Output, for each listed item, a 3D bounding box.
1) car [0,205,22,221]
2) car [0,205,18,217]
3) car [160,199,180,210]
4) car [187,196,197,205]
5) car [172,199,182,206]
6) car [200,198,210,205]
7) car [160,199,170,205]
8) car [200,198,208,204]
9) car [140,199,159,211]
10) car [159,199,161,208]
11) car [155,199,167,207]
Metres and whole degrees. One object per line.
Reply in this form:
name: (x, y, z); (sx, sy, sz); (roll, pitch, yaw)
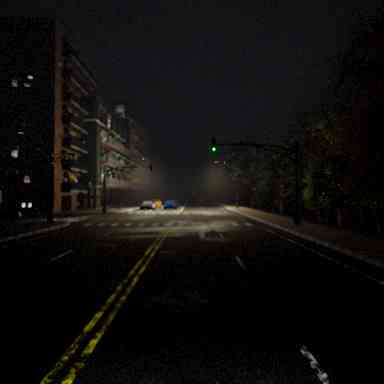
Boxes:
car: (-19.326, 2.037, 32.750); (4.902, 1.511, 2.128); (-1, 0, 1)
car: (-22.778, 2.221, 38.585); (4.206, 1.307, 1.802); (-1, 0, -1)
car: (-3.325, 1.984, 51.213); (1.882, 1.535, 5.008); (0, -1, 0)
car: (0.024, 2.032, 80.994); (2.150, 2.045, 5.566); (0, -1, 0)
car: (-3.230, 2.207, 70.754); (1.837, 1.490, 4.892); (0, -1, 0)
car: (3.274, 2.307, 80.958); (1.837, 1.490, 4.892); (0, -1, 0)
car: (-6.476, 2.384, 79.876); (1.895, 1.301, 4.718); (0, -1, 0)
car: (3.277, 2.394, 91.378); (2.033, 1.411, 5.357); (0, -1, 0)
car: (-6.577, 2.039, 49.761); (2.033, 1.411, 5.357); (0, -1, 0)
car: (-6.534, 2.068, 59.414); (1.882, 1.535, 5.008); (0, -1, 0)
car: (-6.482, 2.220, 69.553); (2.128, 1.511, 4.902); (0, -1, 0)
